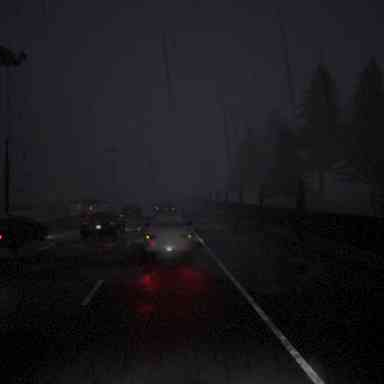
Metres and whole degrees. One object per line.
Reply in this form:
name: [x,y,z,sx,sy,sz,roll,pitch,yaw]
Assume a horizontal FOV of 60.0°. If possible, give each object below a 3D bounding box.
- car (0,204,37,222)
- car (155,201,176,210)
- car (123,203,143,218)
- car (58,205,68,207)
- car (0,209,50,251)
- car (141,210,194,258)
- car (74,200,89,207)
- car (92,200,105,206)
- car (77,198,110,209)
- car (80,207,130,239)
car: [-16.725,1.945,31.486,2.033,1.411,5.357,0,-1,-5]
car: [-2.721,1.707,34.328,2.097,1.767,4.553,0,-1,-5]
car: [-6.291,1.858,35.028,1.882,1.535,5.008,0,-1,-5]
car: [-26.976,2.013,70.570,2.150,2.045,5.566,0,-1,-5]
car: [-8.094,1.737,14.859,2.033,1.411,5.357,0,-1,-5]
car: [-0.952,1.664,13.364,1.812,1.442,4.674,0,0,-5]
car: [-23.496,2.363,70.962,1.895,1.301,4.718,0,-1,-5]
car: [-20.018,2.344,71.359,1.895,1.301,4.718,0,-1,-5]
car: [-9.695,1.607,33.742,2.150,2.045,5.566,0,0,-5]
car: [-4.920,1.777,18.872,1.994,1.385,4.181,0,-1,-5]
